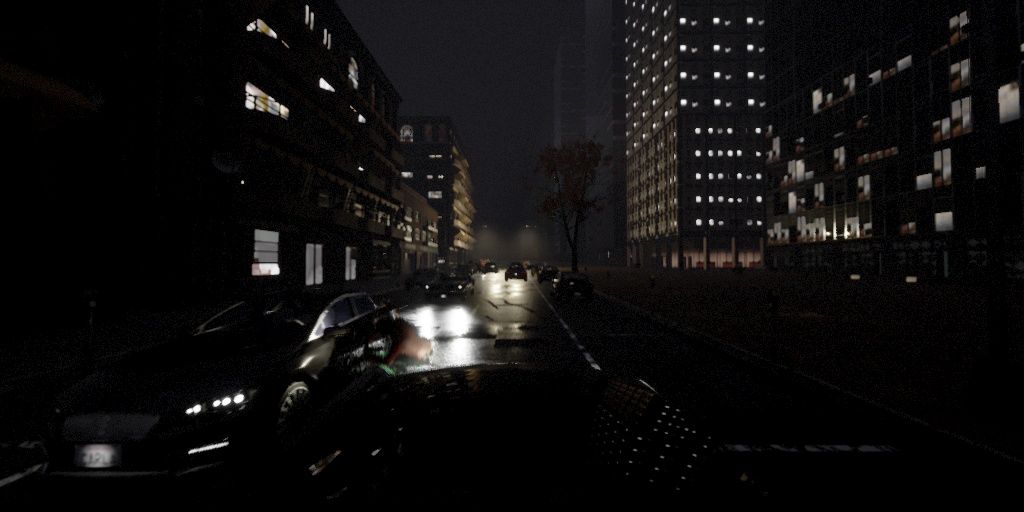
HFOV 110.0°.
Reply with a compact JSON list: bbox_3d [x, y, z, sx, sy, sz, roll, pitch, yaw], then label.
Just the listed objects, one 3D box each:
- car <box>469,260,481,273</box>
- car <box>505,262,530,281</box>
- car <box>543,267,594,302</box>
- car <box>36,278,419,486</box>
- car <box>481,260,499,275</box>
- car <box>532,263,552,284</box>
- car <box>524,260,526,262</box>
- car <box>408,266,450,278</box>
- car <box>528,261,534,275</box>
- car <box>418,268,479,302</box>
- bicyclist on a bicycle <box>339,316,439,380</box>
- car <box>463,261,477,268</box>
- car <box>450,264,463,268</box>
[{"bbox_3d":[-5.331,1.555,45.203,1.751,1.417,4.829,0,0,1],"label":"car"},{"bbox_3d":[0.350,1.509,32.351,1.994,1.385,4.181,0,0,0],"label":"car"},{"bbox_3d":[2.813,1.400,17.453,2.007,1.370,4.403,0,0,1],"label":"car"},{"bbox_3d":[-3.106,1.259,5.153,2.128,1.511,4.902,0,0,0],"label":"car"},{"bbox_3d":[-2.738,1.535,45.435,1.837,1.490,4.892,0,0,1],"label":"car"},{"bbox_3d":[2.908,1.471,28.592,2.007,1.370,4.403,0,0,1],"label":"car"},{"bbox_3d":[0.462,1.538,45.846,1.837,1.490,4.892,0,0,1],"label":"car"},{"bbox_3d":[-5.520,1.450,23.096,1.948,1.339,4.313,0,0,1],"label":"car"},{"bbox_3d":[3.005,1.518,39.902,1.751,1.417,4.829,0,0,1],"label":"car"},{"bbox_3d":[-2.970,1.452,17.829,1.895,1.301,4.718,0,0,1],"label":"car"},{"bbox_3d":[-1.557,1.295,4.650,1.656,0.582,1.620,11,-45,-18],"label":"bicyclist on a bicycle"},{"bbox_3d":[-5.377,1.558,39.804,1.948,1.339,4.313,0,0,1],"label":"car"},{"bbox_3d":[-5.472,1.471,28.665,2.007,1.370,4.403,0,0,1],"label":"car"}]
